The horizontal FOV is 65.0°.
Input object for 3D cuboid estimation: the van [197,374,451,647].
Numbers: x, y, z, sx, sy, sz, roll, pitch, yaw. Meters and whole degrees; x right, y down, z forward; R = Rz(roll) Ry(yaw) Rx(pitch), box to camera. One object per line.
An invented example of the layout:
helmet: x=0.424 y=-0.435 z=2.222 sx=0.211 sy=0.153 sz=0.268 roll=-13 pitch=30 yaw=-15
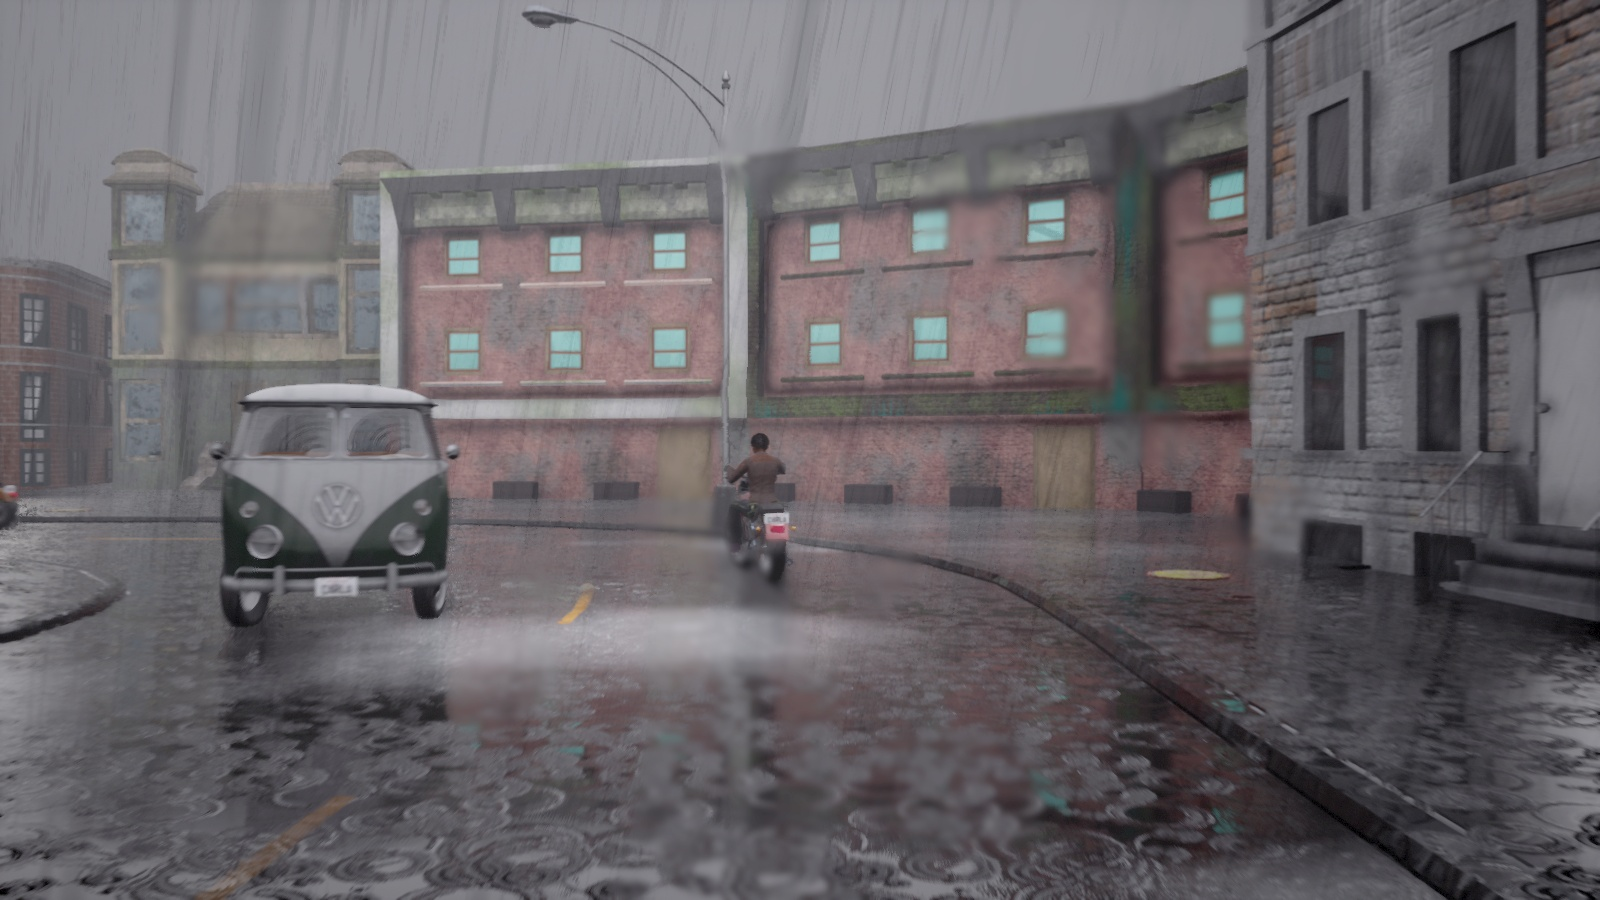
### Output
van: x=-4.236 y=0.432 z=11.524 sx=1.775 sy=1.987 sz=4.442 roll=0 pitch=0 yaw=-18

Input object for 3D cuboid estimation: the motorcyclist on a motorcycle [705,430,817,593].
motorcyclist on a motorcycle: x=-0.485 y=0.619 z=13.964 sx=0.766 sy=1.649 sz=2.350 roll=-1 pitch=0 yaw=-13

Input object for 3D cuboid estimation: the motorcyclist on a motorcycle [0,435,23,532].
motorcyclist on a motorcycle: x=-14.731 y=0.564 z=21.513 sx=2.350 sy=1.649 sz=0.766 roll=0 pitch=0 yaw=1
